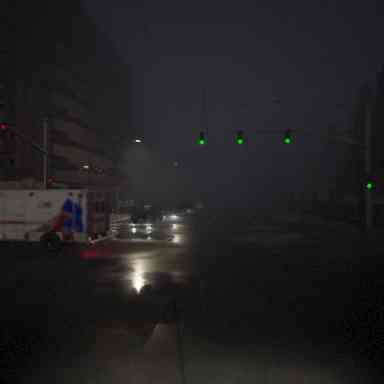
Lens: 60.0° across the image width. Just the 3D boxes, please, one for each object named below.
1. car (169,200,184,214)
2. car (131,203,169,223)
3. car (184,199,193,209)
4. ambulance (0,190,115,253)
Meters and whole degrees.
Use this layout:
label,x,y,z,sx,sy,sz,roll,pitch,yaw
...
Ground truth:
label,x,y,z,sx,sy,sz,roll,pitch,yaw
car,-2.496,1.961,40.421,1.895,1.301,4.718,0,-1,6
car,-3.736,1.813,28.919,2.033,1.411,5.357,0,0,6
car,-0.991,1.953,54.317,1.882,1.535,5.008,0,0,6
ambulance,-6.638,1.127,13.982,6.366,2.431,2.351,0,0,7
